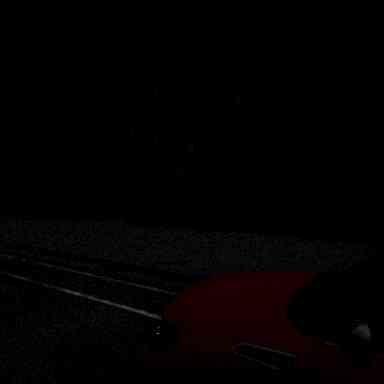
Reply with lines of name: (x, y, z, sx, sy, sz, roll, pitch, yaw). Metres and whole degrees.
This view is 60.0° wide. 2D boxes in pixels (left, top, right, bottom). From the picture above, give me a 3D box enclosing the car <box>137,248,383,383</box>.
car: (2.170, 1.220, 2.137, 5.566, 2.045, 2.150, 0, 0, 35)
